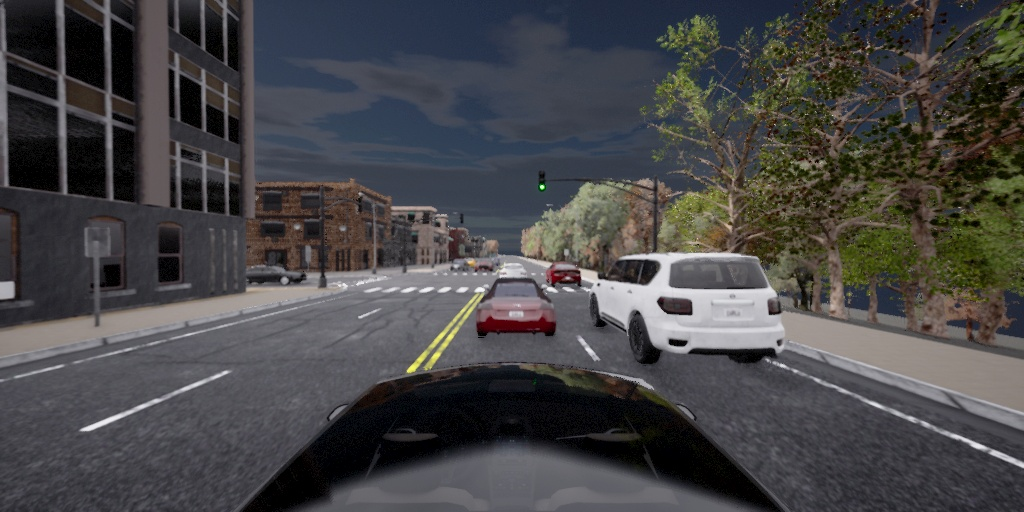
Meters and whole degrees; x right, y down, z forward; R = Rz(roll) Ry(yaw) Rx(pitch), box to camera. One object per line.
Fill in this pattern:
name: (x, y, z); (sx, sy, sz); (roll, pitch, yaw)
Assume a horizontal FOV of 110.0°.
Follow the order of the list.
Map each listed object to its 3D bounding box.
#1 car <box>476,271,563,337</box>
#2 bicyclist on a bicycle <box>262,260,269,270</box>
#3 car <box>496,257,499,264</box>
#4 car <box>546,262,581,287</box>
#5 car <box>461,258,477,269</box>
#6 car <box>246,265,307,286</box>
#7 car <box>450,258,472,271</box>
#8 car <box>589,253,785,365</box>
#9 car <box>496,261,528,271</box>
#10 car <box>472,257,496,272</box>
car: (0.097, 1.291, 10.215); (1.994, 1.385, 4.181); (0, 0, 0)
bicyclist on a bicycle: (-24.979, 1.249, 36.246); (0.582, 1.620, 1.656); (-1, 1, -1)
car: (-3.406, 1.212, 53.152); (1.895, 1.301, 4.718); (0, 0, 0)
car: (3.347, 1.166, 23.970); (1.882, 1.535, 5.008); (0, 0, 0)
car: (-6.658, 1.082, 55.631); (1.882, 1.535, 5.008); (0, 0, 0)
car: (-18.506, 1.463, 27.668); (4.892, 1.490, 1.837); (-1, 1, -2)
car: (-6.628, 1.123, 45.492); (2.128, 1.511, 4.902); (0, 0, 1)
car: (3.354, 0.953, 8.186); (2.150, 2.045, 5.566); (0, 0, -1)
car: (0.088, 1.213, 24.267); (1.812, 1.442, 4.674); (0, 0, 0)
car: (-3.385, 0.986, 44.189); (2.097, 1.767, 4.553); (0, 0, 0)
